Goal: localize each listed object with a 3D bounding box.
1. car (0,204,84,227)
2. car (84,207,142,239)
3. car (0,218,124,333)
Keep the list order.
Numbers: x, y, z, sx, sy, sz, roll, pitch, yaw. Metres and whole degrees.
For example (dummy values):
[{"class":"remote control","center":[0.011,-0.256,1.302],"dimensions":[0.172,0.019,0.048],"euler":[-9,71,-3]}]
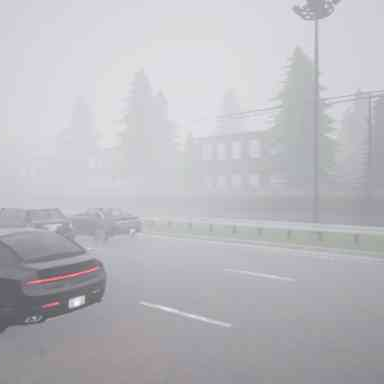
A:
[{"class":"car","center":[-6.646,1.334,13.021],"dimensions":[4.553,1.767,2.097],"euler":[0,0,35]},{"class":"car","center":[-4.564,1.473,15.835],"dimensions":[4.902,1.511,2.128],"euler":[0,0,35]},{"class":"car","center":[-3.804,1.495,6.700],"dimensions":[4.892,1.490,1.837],"euler":[0,0,35]}]
